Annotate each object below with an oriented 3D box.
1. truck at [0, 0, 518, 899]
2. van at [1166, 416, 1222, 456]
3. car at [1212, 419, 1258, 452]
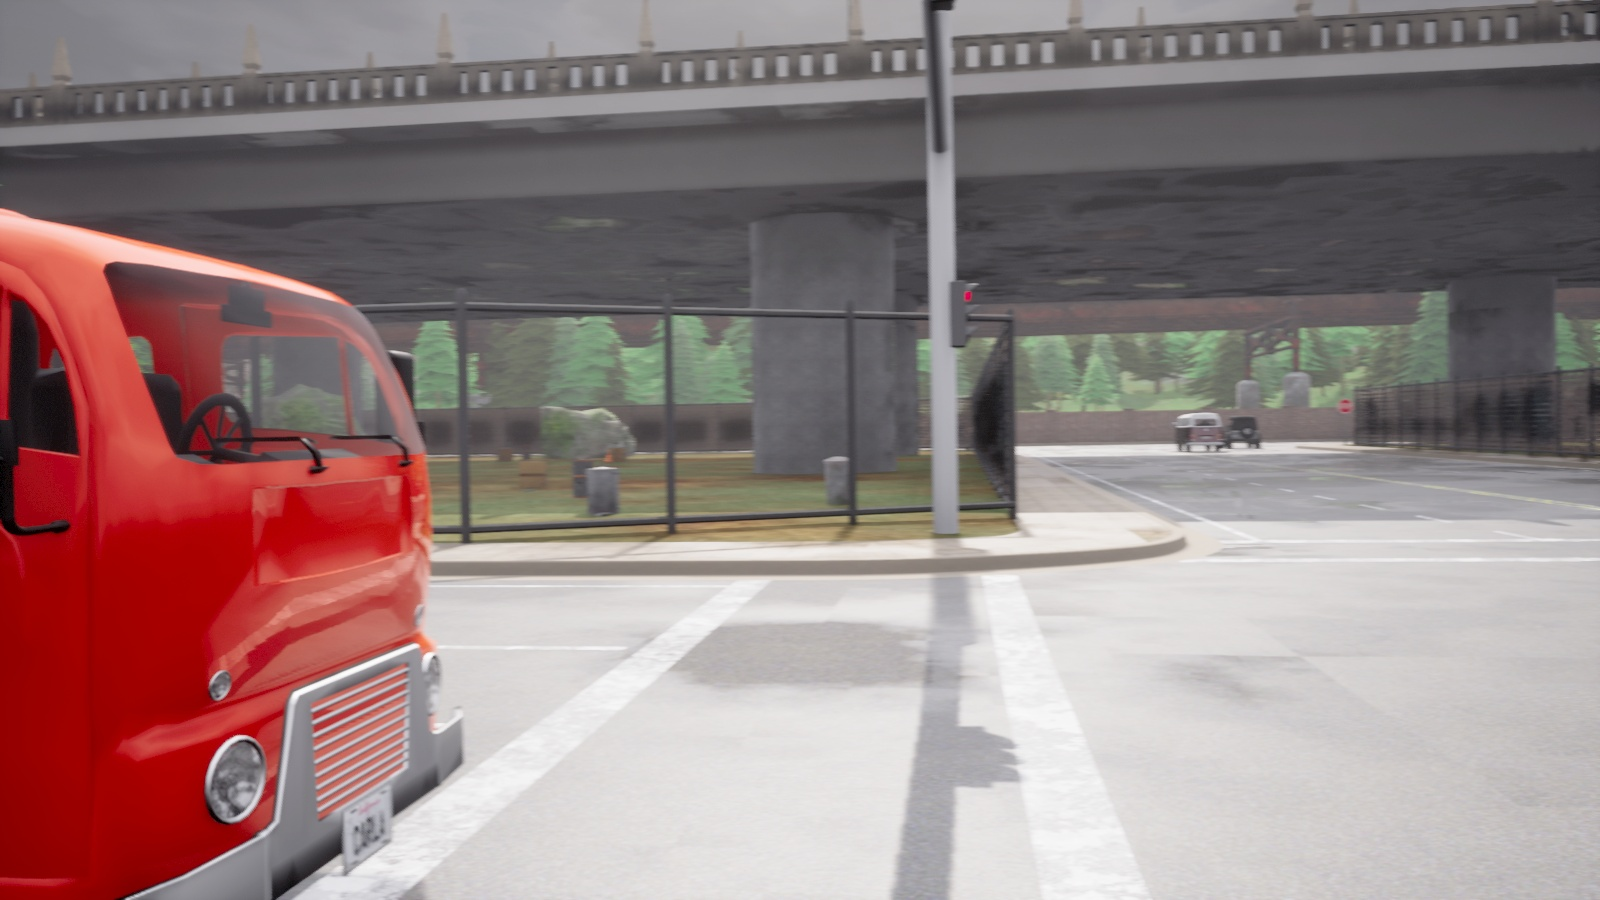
[{"bbox_3d":[-3.878,0.286,4.006,5.204,2.467,2.627,0,1,7],"label":"truck"},{"bbox_3d":[20.962,-0.776,66.982,2.069,2.038,4.480,0,1,7],"label":"van"},{"bbox_3d":[25.285,-0.850,73.096,1.905,1.878,3.866,0,1,9],"label":"car"}]
